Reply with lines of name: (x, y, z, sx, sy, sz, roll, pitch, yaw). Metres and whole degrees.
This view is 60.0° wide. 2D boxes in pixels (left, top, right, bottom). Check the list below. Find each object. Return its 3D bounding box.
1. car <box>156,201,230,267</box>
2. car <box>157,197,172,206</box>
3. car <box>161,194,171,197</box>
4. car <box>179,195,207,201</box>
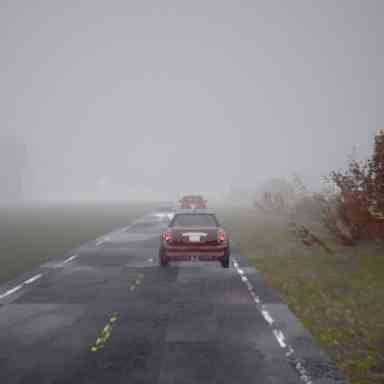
car: (0.087, 1.374, 11.708, 2.097, 1.767, 4.553, 0, 0, 0)
car: (-2.846, 1.625, 37.039, 1.994, 1.385, 4.181, 0, 0, 0)
car: (-6.047, 1.154, 78.689, 1.882, 1.535, 5.008, 0, 0, -18)
car: (0.091, 1.273, 28.430, 2.150, 2.045, 5.566, 0, 0, 0)
